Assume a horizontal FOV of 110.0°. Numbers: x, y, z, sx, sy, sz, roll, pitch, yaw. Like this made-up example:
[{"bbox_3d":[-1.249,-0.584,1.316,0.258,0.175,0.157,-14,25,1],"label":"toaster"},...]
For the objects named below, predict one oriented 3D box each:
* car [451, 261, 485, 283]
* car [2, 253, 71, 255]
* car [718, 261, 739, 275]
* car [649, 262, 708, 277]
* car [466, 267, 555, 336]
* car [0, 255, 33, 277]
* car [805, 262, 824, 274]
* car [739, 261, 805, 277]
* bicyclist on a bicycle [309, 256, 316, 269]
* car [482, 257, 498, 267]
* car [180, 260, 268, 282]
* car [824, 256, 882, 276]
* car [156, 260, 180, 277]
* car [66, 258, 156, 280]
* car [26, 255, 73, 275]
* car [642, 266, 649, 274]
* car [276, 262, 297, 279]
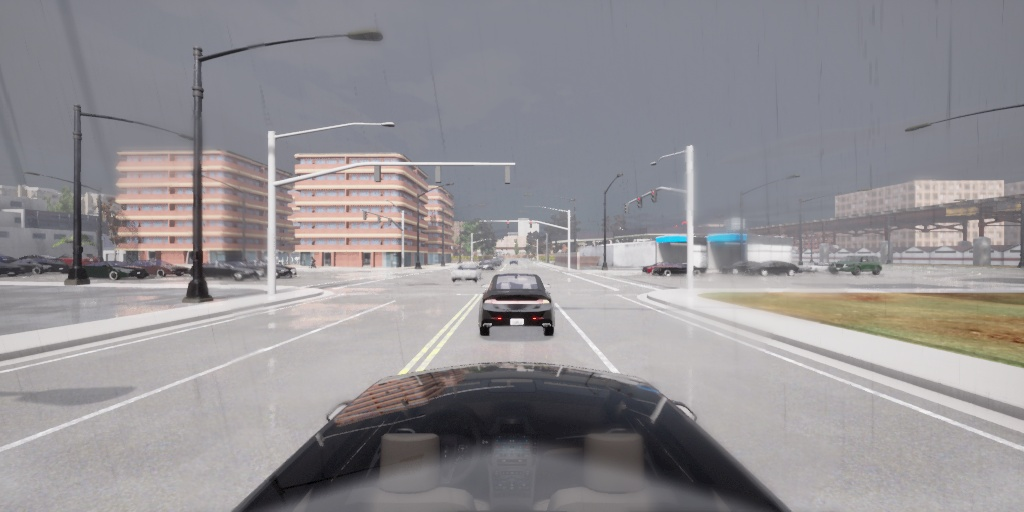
[{"bbox_3d":[-3.466,1.315,27.815,1.895,1.301,4.718,0,0,0],"label":"car"},{"bbox_3d":[-50.377,0.628,37.894,4.892,1.490,1.837,1,0,2],"label":"car"},{"bbox_3d":[25.220,1.255,39.256,4.892,1.490,1.837,0,0,-5],"label":"car"},{"bbox_3d":[16.635,1.351,35.651,4.718,1.301,1.895,0,0,0],"label":"car"},{"bbox_3d":[0.121,1.242,10.343,2.128,1.511,4.902,0,0,0],"label":"car"},{"bbox_3d":[-40.221,0.855,26.997,5.357,1.411,2.033,1,0,1],"label":"car"},{"bbox_3d":[34.885,1.351,41.028,4.718,1.301,1.895,0,0,-19],"label":"car"},{"bbox_3d":[25.914,1.255,35.803,4.892,1.490,1.837,0,0,-5],"label":"car"},{"bbox_3d":[-25.927,0.844,46.628,0.582,1.620,1.656,1,0,1],"label":"bicyclist on a bicycle"},{"bbox_3d":[-3.364,1.241,48.664,2.128,1.511,4.902,0,0,0],"label":"car"},{"bbox_3d":[-20.949,1.109,26.508,4.902,1.511,2.128,1,0,1],"label":"car"},{"bbox_3d":[36.329,0.971,37.857,5.566,2.045,2.150,0,0,-19],"label":"car"},{"bbox_3d":[-30.403,1.025,30.250,5.357,1.411,2.033,1,0,1],"label":"car"},{"bbox_3d":[-29.789,1.054,26.731,4.181,1.385,1.994,1,0,1],"label":"car"},{"bbox_3d":[-40.294,0.868,30.502,4.181,1.385,1.994,1,0,1],"label":"car"},{"bbox_3d":[16.475,1.314,39.179,4.181,1.385,1.994,0,0,1],"label":"car"},{"bbox_3d":[-20.660,1.109,29.999,4.902,1.511,2.128,1,0,1],"label":"car"}]
